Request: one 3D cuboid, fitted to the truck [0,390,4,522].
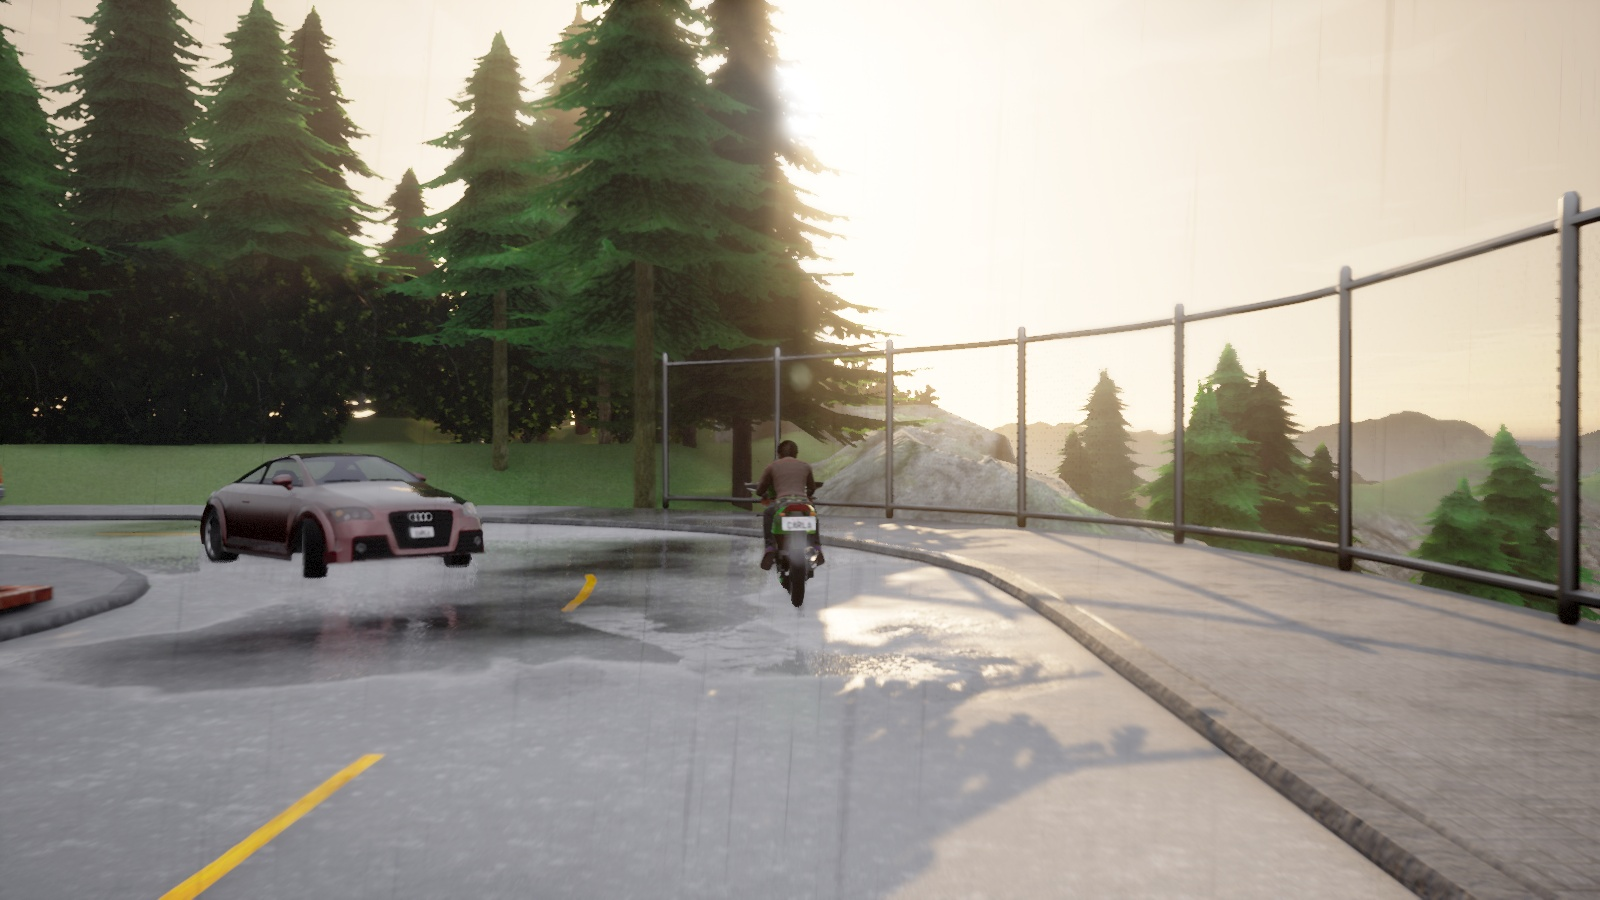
[{"bbox_3d":[-17.531,0.120,22.233,5.204,2.467,2.627,0,0,0],"label":"truck"}]

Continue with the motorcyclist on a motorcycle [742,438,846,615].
[{"bbox_3d":[-0.097,0.662,11.988,0.797,1.523,2.044,-1,0,-5],"label":"motorcyclist on a motorcycle"}]

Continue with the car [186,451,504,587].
[{"bbox_3d":[-5.614,0.721,15.247,4.181,1.385,1.994,0,0,44],"label":"car"}]
